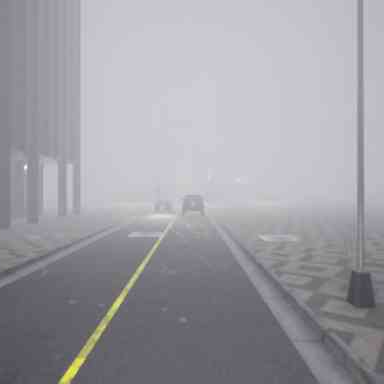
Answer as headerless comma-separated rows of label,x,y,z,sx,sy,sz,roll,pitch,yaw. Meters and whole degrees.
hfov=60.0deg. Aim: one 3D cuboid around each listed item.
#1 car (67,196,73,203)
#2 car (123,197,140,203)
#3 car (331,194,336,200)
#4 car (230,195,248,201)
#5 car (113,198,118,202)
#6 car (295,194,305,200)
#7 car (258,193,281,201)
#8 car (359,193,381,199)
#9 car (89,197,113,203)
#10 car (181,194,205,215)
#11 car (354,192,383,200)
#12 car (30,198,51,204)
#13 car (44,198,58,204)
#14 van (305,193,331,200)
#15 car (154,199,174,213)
car,-32.083,1.913,82.943,5.009,1.841,2.192,-1,1,0
car,-15.148,1.898,82.947,4.313,1.339,1.947,-1,1,0
car,33.595,1.203,83.043,4.403,1.369,2.008,-1,1,0
car,11.760,1.493,83.043,4.403,1.369,2.008,-1,1,0
car,-20.962,1.947,82.947,4.829,1.417,1.752,-1,1,0
car,28.136,1.267,83.043,4.507,1.381,1.887,-1,1,0
car,17.205,1.159,74.516,5.009,1.841,2.192,-1,1,0
car,44.514,1.069,83.043,4.403,1.369,2.008,-1,1,0
car,-20.800,1.946,74.423,4.403,1.369,2.008,-1,1,0
car,0.096,1.244,33.948,2.150,2.045,5.566,0,0,0
car,39.044,0.877,74.516,5.009,1.841,2.192,-1,1,0
car,-37.722,2.235,82.947,4.507,1.381,1.887,-1,1,0
car,-32.087,2.119,74.422,4.507,1.381,1.887,-1,1,0
van,28.124,1.040,74.516,3.998,1.788,1.690,-1,1,0
car,-3.086,1.520,37.035,2.128,1.511,4.902,0,0,0
